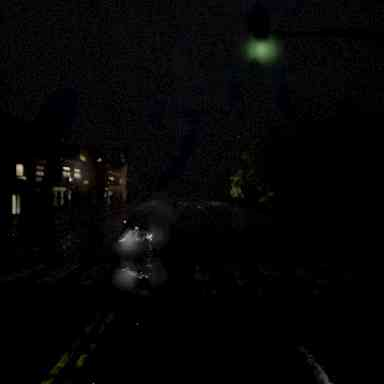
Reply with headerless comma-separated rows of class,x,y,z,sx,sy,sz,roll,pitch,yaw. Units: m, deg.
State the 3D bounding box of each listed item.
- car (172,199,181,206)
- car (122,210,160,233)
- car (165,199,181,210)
car,-3.365,2.304,74.272,1.837,1.490,4.892,0,-1,0
car,-3.235,1.849,21.718,1.895,1.301,4.718,0,-1,0
car,-3.314,2.145,54.079,2.033,1.411,5.357,0,0,0
